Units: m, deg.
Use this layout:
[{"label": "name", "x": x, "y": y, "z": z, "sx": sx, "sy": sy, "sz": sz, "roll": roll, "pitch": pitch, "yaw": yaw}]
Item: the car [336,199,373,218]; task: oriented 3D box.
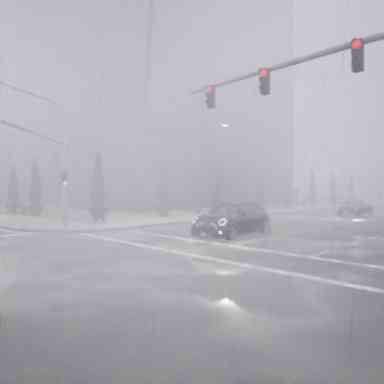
[{"label": "car", "x": 14.132, "y": 1.344, "z": 28.684, "sx": 4.674, "sy": 1.442, "sz": 1.812, "roll": -1, "pitch": 0, "yaw": -45}]

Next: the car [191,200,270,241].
[{"label": "car", "x": 1.995, "y": 1.308, "z": 16.567, "sx": 2.097, "sy": 1.767, "sz": 4.553, "roll": 0, "pitch": 0, "yaw": 42}]
